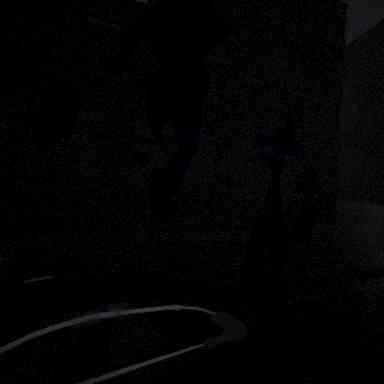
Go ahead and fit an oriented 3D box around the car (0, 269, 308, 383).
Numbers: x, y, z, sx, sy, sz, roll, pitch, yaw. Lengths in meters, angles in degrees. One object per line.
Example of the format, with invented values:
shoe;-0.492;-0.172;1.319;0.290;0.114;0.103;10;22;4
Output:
car;-1.201;1.493;2.603;4.902;1.511;2.128;1;-1;-33
